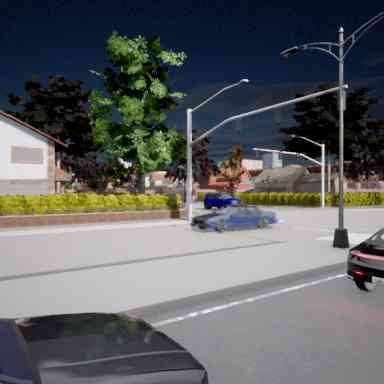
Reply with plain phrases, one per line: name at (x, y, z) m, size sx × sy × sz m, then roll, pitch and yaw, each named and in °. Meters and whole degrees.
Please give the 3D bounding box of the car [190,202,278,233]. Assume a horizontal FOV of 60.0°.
car at (2.591, 1.499, 19.489) m, size 5.357 × 1.411 × 2.033 m, roll 0°, pitch 0°, yaw -30°

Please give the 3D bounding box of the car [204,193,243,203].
car at (3.608, 1.123, 38.717) m, size 2.150 × 2.045 × 5.566 m, roll 0°, pitch 0°, yaw -36°

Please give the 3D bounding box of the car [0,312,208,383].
car at (-2.390, 1.543, 2.040) m, size 5.357 × 1.411 × 2.033 m, roll 0°, pitch 0°, yaw -36°

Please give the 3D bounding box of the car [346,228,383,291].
car at (5.549, 1.474, 7.694) m, size 4.902 × 1.511 × 2.128 m, roll 0°, pitch 0°, yaw -35°
